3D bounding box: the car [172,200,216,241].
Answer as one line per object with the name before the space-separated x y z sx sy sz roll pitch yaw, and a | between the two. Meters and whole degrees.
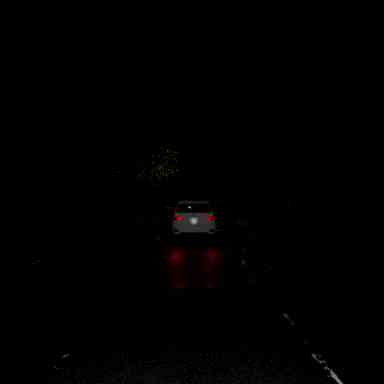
car | 0.092 1.431 18.050 2.150 2.045 5.566 0 -1 0
